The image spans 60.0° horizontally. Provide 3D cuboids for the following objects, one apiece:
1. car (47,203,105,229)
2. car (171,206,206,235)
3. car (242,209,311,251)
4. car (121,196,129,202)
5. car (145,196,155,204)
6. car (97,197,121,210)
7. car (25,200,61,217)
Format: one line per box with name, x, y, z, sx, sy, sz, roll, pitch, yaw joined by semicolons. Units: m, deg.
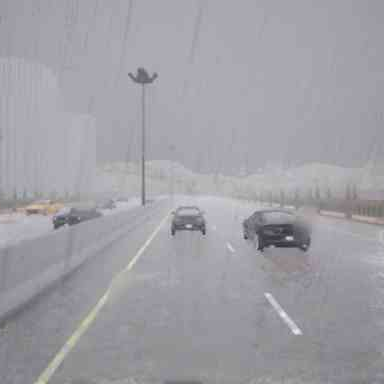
car;-7.447;1.636;21.889;1.895;1.301;4.718;0;0;-1
car;-0.200;1.534;18.955;1.812;1.442;4.674;0;0;-1
car;3.376;1.472;14.097;1.882;1.535;5.008;0;0;-1
car;-15.226;1.605;73.647;1.994;1.385;4.181;0;0;-1
car;-8.071;1.581;63.902;1.812;1.442;4.674;0;0;-1
car;-11.297;1.550;43.716;2.128;1.511;4.902;0;0;-1
car;-14.629;1.543;32.889;1.882;1.535;5.008;0;0;-1
